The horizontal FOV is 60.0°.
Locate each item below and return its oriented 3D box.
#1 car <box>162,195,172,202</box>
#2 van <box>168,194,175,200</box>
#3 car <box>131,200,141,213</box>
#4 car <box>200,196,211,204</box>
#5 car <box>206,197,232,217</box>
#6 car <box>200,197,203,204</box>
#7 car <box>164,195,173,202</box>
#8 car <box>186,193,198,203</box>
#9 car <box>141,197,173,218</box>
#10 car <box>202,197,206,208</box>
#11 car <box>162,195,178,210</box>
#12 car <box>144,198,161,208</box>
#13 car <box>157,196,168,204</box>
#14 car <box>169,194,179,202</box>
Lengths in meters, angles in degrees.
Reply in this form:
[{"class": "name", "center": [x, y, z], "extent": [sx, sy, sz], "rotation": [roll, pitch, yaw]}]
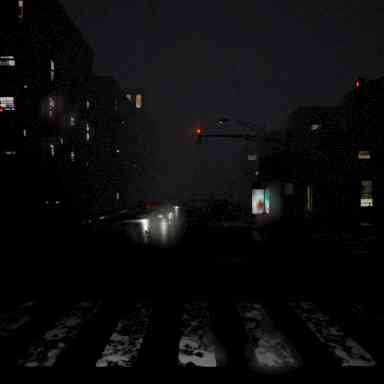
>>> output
[{"class": "car", "center": [-5.786, 1.497, 77.335], "extent": [1.967, 1.590, 4.097], "rotation": [0, 0, 0]}, {"class": "van", "center": [-5.806, 1.430, 94.426], "extent": [1.690, 1.788, 3.998], "rotation": [-1, 0, 0]}, {"class": "car", "center": [-5.738, 1.561, 37.459], "extent": [2.008, 1.369, 4.403], "rotation": [0, 0, 0]}, {"class": "car", "center": [2.610, 1.591, 65.965], "extent": [2.008, 1.369, 4.403], "rotation": [-1, 0, 0]}, {"class": "car", "center": [2.648, 1.446, 31.784], "extent": [1.967, 1.590, 4.097], "rotation": [0, 0, 0]}, {"class": "car", "center": [2.629, 1.571, 48.875], "extent": [2.008, 1.369, 4.403], "rotation": [0, 0, 0]}, {"class": "car", "center": [-5.791, 1.592, 82.862], "extent": [1.752, 1.417, 4.829], "rotation": [-1, 0, 0]}, {"class": "car", "center": [0.010, 1.269, 70.594], "extent": [2.150, 2.045, 5.566], "rotation": [0, 0, 0]}, {"class": "car", "center": [-3.126, 1.483, 30.789], "extent": [1.882, 1.535, 5.008], "rotation": [0, 0, 1]}, {"class": "car", "center": [2.636, 1.597, 43.178], "extent": [1.802, 1.307, 4.206], "rotation": [0, 0, 0]}, {"class": "car", "center": [-3.144, 1.504, 40.613], "extent": [2.128, 1.511, 4.902], "rotation": [0, 0, 0]}, {"class": "car", "center": [-5.751, 1.571, 48.853], "extent": [2.008, 1.369, 4.403], "rotation": [0, 0, 0]}, {"class": "car", "center": [-5.771, 1.565, 65.773], "extent": [1.752, 1.417, 4.829], "rotation": [0, 0, 0]}, {"class": "car", "center": [-3.144, 1.529, 53.170], "extent": [1.837, 1.490, 4.892], "rotation": [0, 0, 0]}]
